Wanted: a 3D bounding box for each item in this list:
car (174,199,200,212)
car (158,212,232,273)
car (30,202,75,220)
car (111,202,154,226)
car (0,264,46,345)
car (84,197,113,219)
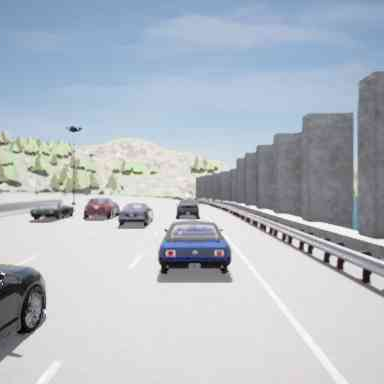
[{"bbox_3d":[-0.390,1.368,27.913,1.837,1.490,4.892,0,0,-2],"label":"car"},{"bbox_3d":[0.047,1.549,10.502,1.895,1.301,4.718,0,0,-1],"label":"car"},{"bbox_3d":[-10.835,1.472,26.279,1.895,1.301,4.718,0,0,-2],"label":"car"},{"bbox_3d":[-3.716,1.437,22.541,2.033,1.411,5.357,0,0,-1],"label":"car"},{"bbox_3d":[-3.408,1.487,3.803,1.837,1.490,4.892,0,1,0],"label":"car"},{"bbox_3d":[-7.385,1.217,27.568,2.097,1.767,4.553,0,0,-2],"label":"car"}]
